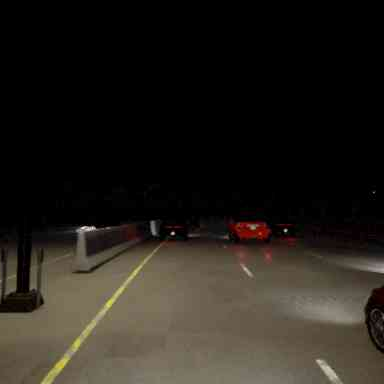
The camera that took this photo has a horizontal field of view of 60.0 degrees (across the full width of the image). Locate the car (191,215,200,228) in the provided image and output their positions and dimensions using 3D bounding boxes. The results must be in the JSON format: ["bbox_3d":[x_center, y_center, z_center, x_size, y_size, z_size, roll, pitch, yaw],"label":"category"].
[{"bbox_3d":[0.025,3.801,42.819,1.882,1.535,5.008,0,-4,1],"label":"car"}]

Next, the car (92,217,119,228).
[{"bbox_3d":[-10.593,3.854,41.763,1.895,1.301,4.718,0,-4,0],"label":"car"}]

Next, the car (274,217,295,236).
[{"bbox_3d":[7.098,2.824,27.656,1.837,1.490,4.892,0,-4,0],"label":"car"}]

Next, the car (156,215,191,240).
[{"bbox_3d":[-1.227,2.560,23.653,1.837,1.490,4.892,0,-4,0],"label":"car"}]

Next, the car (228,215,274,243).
[{"bbox_3d":[3.598,2.278,21.737,2.097,1.767,4.553,0,-4,0],"label":"car"}]

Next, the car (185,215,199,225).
[{"bbox_3d":[-0.002,4.594,54.574,2.128,1.511,4.902,0,-4,2],"label":"car"}]

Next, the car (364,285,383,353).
[{"bbox_3d":[3.599,1.560,3.257,1.812,1.442,4.674,0,-1,0],"label":"car"}]

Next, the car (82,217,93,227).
[{"bbox_3d":[-14.075,4.179,47.210,1.994,1.385,4.181,0,-4,0],"label":"car"}]

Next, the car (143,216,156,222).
[{"bbox_3d":[-6.976,4.758,56.203,2.033,1.411,5.357,0,-4,2],"label":"car"}]
